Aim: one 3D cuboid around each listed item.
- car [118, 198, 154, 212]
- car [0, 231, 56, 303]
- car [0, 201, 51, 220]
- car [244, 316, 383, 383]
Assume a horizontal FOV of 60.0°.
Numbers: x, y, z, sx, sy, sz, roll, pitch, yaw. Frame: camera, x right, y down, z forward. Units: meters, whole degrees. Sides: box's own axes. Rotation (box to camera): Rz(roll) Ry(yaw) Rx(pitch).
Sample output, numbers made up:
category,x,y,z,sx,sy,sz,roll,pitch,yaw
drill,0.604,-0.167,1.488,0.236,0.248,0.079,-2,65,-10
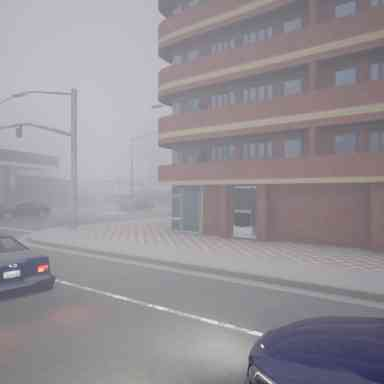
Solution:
category,x,y,z,sx,sy,sz,roll,pitch,yaw
car,-6.539,1.530,39.383,1.837,1.490,4.892,0,0,34
car,-5.246,1.545,7.633,5.357,1.411,2.033,0,0,38
car,-14.372,1.501,27.869,1.837,1.490,4.892,0,0,34
car,2.605,1.537,2.135,4.674,1.442,1.812,0,0,35
